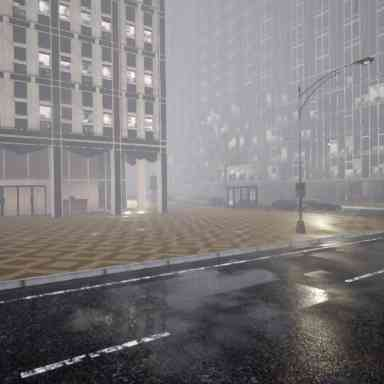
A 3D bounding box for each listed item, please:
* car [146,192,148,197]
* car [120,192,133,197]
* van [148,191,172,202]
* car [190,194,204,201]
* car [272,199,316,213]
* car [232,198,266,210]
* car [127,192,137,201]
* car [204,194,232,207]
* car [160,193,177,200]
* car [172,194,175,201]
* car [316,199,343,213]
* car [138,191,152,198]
[{"bbox_3d":[-8.382,0.615,77.213,2.192,1.841,5.009,0,1,-34],"label":"car"},{"bbox_3d":[-18.027,0.688,91.275,2.008,1.369,4.403,0,1,-34],"label":"car"},{"bbox_3d":[-5.647,0.937,58.413,1.690,1.788,3.998,0,1,-34],"label":"van"},{"bbox_3d":[1.263,1.043,63.155,1.802,1.307,4.206,0,1,-34],"label":"car"},{"bbox_3d":[10.320,1.424,34.908,1.947,1.339,4.313,0,1,-34],"label":"car"},{"bbox_3d":[7.119,1.388,39.607,1.802,1.307,4.206,0,1,-34],"label":"car"},{"bbox_3d":[-12.078,1.039,67.790,2.008,1.369,4.403,0,1,-34],"label":"car"},{"bbox_3d":[3.952,1.319,44.327,1.947,1.339,4.313,0,1,-34],"label":"car"},{"bbox_3d":[-5.167,0.936,72.529,1.802,1.307,4.206,0,1,-34],"label":"car"},{"bbox_3d":[-5.083,1.054,62.332,1.837,1.490,4.892,-1,1,-34],"label":"car"},{"bbox_3d":[13.360,1.428,35.268,1.895,1.301,4.718,-1,1,-34],"label":"car"},{"bbox_3d":[-11.597,0.686,81.901,1.967,1.590,4.097,0,1,-34],"label":"car"}]
